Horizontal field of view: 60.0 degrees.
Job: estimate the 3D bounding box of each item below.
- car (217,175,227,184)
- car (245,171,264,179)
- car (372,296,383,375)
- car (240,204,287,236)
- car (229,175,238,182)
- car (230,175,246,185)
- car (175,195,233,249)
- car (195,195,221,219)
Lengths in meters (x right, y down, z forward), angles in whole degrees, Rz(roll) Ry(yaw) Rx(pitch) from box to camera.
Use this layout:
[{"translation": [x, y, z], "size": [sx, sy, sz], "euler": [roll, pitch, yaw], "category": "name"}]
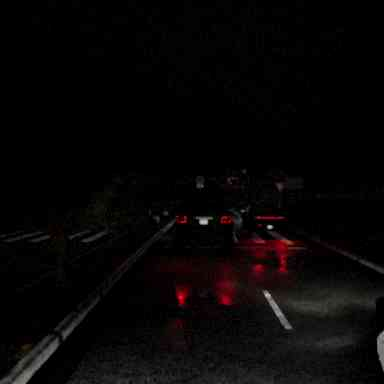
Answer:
[{"translation": [6.739, -2.527, 73.095], "size": [1.837, 1.490, 4.892], "euler": [0, 6, 3], "category": "car"}, {"translation": [16.679, -4.416, 91.862], "size": [4.892, 1.521, 2.231], "euler": [1, 6, 12], "category": "car"}, {"translation": [3.162, 1.464, 2.148], "size": [1.882, 1.535, 5.008], "euler": [0, 0, 0], "category": "car"}, {"translation": [3.690, 1.377, 17.680], "size": [2.128, 1.511, 4.902], "euler": [0, 0, 3], "category": "car"}, {"translation": [10.107, -3.298, 80.985], "size": [2.128, 1.511, 4.902], "euler": [0, 6, 6], "category": "car"}, {"translation": [9.747, -2.284, 70.789], "size": [1.812, 1.442, 4.674], "euler": [0, 5, -1], "category": "car"}, {"translation": [0.516, 1.117, 14.101], "size": [2.150, 2.045, 5.566], "euler": [0, 0, 2], "category": "car"}, {"translation": [1.367, 1.131, 27.001], "size": [1.837, 1.490, 4.892], "euler": [0, 3, 6], "category": "car"}]
